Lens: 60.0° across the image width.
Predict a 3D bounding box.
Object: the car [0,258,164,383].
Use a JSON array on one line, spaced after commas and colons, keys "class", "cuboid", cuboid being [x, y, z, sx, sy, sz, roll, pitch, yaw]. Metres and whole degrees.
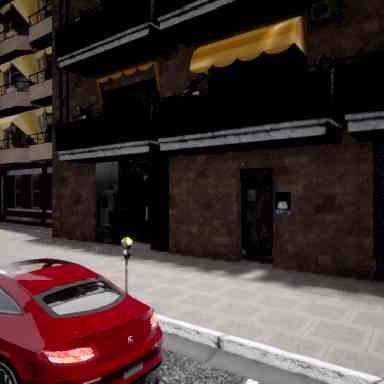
[{"class": "car", "cuboid": [-2.267, 1.583, 4.491, 4.206, 1.307, 1.802, 0, 0, 35]}]
